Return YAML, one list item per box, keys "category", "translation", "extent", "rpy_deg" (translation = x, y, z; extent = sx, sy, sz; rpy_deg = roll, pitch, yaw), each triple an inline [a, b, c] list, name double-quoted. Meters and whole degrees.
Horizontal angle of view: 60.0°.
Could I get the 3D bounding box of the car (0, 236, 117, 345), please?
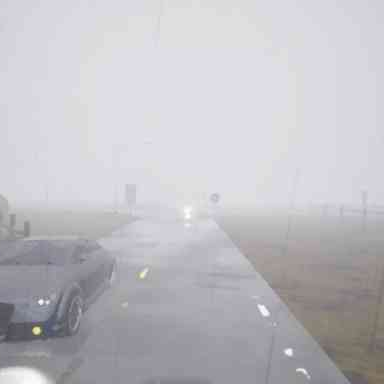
- category: "car"
  translation: [-2.839, 1.602, 6.546]
  extent: [1.994, 1.385, 4.181]
  rpy_deg: [0, 0, 0]
